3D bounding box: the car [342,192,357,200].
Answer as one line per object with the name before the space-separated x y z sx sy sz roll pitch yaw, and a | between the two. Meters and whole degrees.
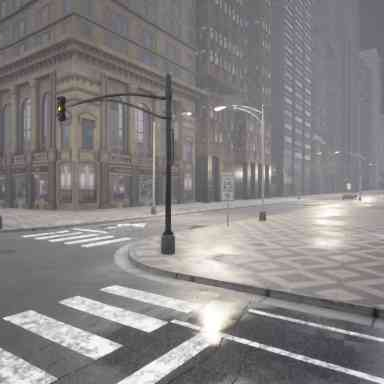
car | 28.238 0.712 59.508 1.895 1.301 4.718 0 1 35
